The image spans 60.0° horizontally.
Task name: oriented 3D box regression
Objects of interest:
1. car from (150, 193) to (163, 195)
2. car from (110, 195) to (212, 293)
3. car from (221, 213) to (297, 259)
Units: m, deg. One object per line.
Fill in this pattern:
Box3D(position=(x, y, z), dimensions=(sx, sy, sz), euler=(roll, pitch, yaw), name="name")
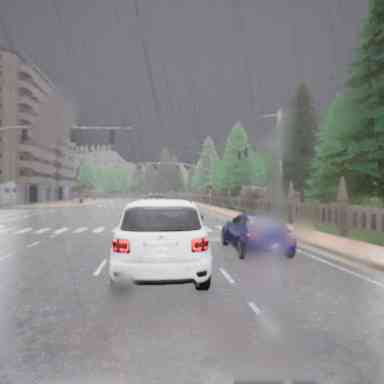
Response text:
Box3D(position=(-4.328, 1.164, 40.531), dimensions=(2.150, 2.045, 5.566), euler=(0, 0, -7), name="car")
Box3D(position=(-0.809, 1.208, 9.041), dimensions=(2.150, 2.045, 5.566), euler=(0, 0, -5), name="car")
Box3D(position=(2.333, 1.507, 12.403), dimensions=(1.812, 1.442, 4.674), euler=(0, 0, -6), name="car")
